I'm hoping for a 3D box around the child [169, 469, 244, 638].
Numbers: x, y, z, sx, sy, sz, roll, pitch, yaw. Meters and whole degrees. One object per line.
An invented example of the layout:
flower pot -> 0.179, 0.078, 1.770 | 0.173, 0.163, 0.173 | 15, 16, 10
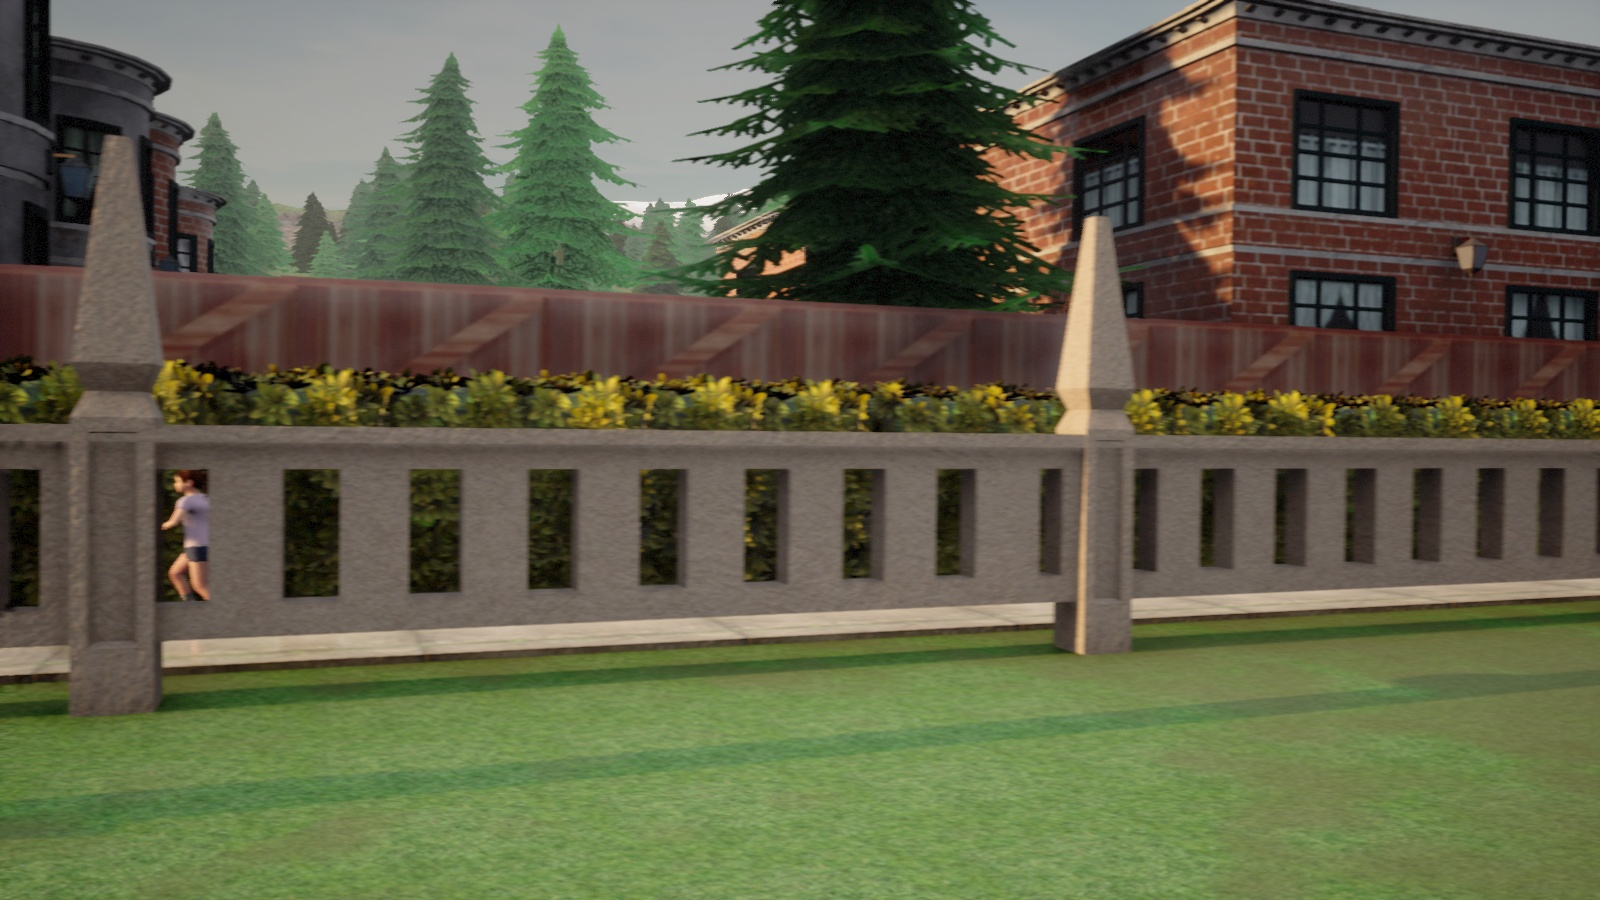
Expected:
child -> -4.015, 0.692, 8.509 | 0.394, 1.110, 0.255 | -1, 1, -12
